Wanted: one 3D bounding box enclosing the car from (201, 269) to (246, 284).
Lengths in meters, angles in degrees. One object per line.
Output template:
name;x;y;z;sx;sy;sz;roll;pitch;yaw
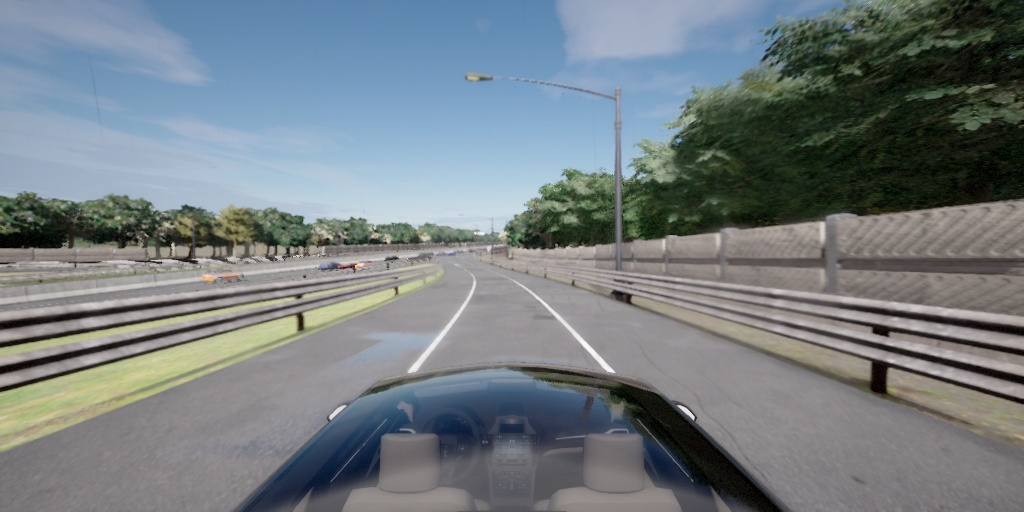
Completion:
car;-35.514;2.333;44.255;2.097;1.767;4.553;0;3;7
